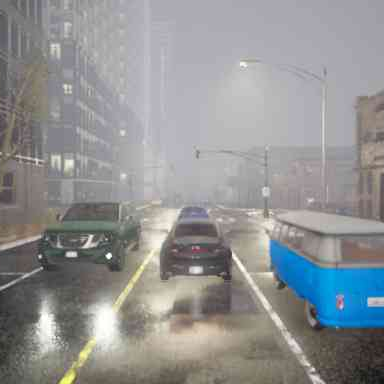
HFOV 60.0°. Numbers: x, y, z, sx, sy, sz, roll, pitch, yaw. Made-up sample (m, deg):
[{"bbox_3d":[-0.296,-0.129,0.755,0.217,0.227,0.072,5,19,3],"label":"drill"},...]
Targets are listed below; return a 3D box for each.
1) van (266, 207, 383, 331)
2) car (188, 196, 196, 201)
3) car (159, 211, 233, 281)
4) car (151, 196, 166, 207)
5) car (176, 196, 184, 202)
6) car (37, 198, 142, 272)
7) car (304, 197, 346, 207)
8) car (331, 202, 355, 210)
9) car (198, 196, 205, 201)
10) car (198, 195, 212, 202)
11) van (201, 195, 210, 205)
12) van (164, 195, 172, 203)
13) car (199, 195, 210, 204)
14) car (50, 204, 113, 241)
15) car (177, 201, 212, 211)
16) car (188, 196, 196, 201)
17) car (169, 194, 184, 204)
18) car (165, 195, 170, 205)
[{"bbox_3d":[2.677,1.363,6.673,1.690,1.788,3.998,-1,0,0],"label":"van"},{"bbox_3d":[0.019,1.770,92.636,2.033,1.411,5.357,0,0,0],"label":"car"},{"bbox_3d":[0.098,1.537,9.960,1.837,1.490,4.892,0,0,0],"label":"car"},{"bbox_3d":[-5.828,1.709,55.535,1.752,1.417,4.829,-1,0,0],"label":"car"},{"bbox_3d":[-2.982,1.746,84.659,1.882,1.535,5.008,0,0,0],"label":"car"},{"bbox_3d":[-3.090,1.259,11.314,2.150,2.045,5.566,0,0,0],"label":"car"},{"bbox_3d":[16.535,1.556,41.002,5.009,1.841,2.192,1,0,1],"label":"car"},{"bbox_3d":[16.425,1.908,32.624,4.313,1.339,1.947,1,0,1],"label":"car"},{"bbox_3d":[2.698,1.868,95.157,2.008,1.369,4.403,-1,0,0],"label":"car"},{"bbox_3d":[2.690,1.643,61.293,1.967,1.590,4.097,-1,0,0],"label":"car"},{"bbox_3d":[2.689,1.563,66.938,1.690,1.788,3.998,-1,0,0],"label":"van"},{"bbox_3d":[-5.656,1.601,78.282,1.690,1.788,3.998,-1,0,0],"label":"van"},{"bbox_3d":[2.690,1.556,72.581,2.192,1.841,5.009,-1,0,0],"label":"car"},{"bbox_3d":[-5.699,1.499,17.758,1.967,1.590,4.097,-1,0,0],"label":"car"},{"bbox_3d":[0.097,1.545,20.646,1.882,1.535,5.008,0,0,0],"label":"car"},{"bbox_3d":[0.017,1.772,82.223,1.837,1.490,4.892,0,0,0],"label":"car"},{"bbox_3d":[-2.985,1.454,69.028,2.150,2.045,5.566,0,0,0],"label":"car"},{"bbox_3d":[-5.656,1.769,61.348,1.947,1.339,4.313,-1,0,0],"label":"car"}]
